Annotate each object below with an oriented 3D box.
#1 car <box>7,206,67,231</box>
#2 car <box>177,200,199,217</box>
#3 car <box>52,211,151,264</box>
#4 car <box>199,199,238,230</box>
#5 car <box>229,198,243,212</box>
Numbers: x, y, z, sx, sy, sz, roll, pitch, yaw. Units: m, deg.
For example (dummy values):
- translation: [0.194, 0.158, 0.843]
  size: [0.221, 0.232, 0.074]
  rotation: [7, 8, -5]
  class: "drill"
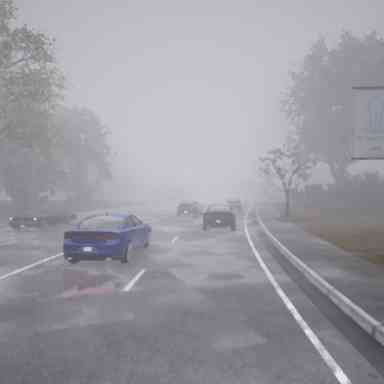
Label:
- translation: [-9.046, 1.559, 20.478]
  size: [1.895, 1.301, 4.718]
  rotation: [0, 0, 8]
  class: "car"
- translation: [-0.143, 1.486, 31.130]
  size: [1.837, 1.490, 4.892]
  rotation: [0, 0, 10]
  class: "car"
- translation: [-2.755, 1.464, 11.864]
  size: [1.882, 1.535, 5.008]
  rotation: [0, 0, 4]
  class: "car"
- translation: [1.793, 1.475, 20.984]
  size: [1.882, 1.535, 5.008]
  rotation: [0, 0, 8]
  class: "car"
- translation: [4.845, 1.470, 38.691]
  size: [2.128, 1.511, 4.902]
  rotation: [0, 0, 11]
  class: "car"
